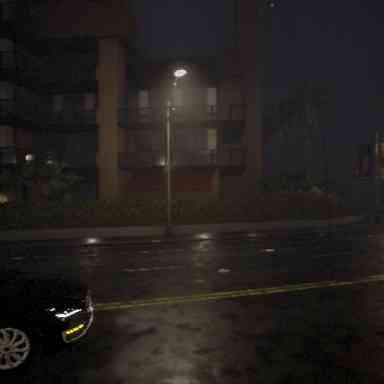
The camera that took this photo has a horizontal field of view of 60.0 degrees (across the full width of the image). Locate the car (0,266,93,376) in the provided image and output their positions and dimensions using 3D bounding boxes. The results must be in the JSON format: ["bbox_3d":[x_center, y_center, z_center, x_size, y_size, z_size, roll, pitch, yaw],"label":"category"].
[{"bbox_3d":[-3.999,1.652,4.846,4.892,1.490,1.837,0,-1,-12],"label":"car"}]
